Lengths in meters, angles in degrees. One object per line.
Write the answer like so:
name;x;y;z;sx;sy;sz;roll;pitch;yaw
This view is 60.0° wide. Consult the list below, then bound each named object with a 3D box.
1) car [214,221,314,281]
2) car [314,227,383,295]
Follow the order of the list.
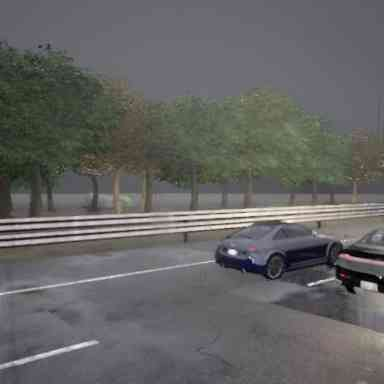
car;2.704;1.564;9.973;4.181;1.385;1.994;0;0;-36
car;5.189;1.491;7.447;4.902;1.511;2.128;0;0;-36
